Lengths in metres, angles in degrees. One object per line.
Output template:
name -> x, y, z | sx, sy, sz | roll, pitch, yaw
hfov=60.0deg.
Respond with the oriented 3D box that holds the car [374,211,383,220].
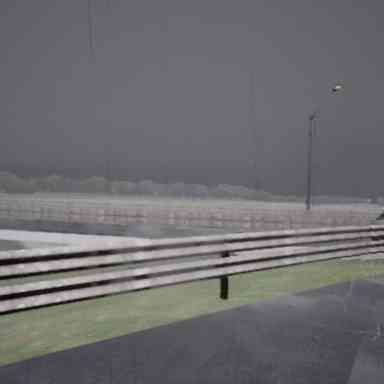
car -> 13.537, 1.955, 20.188 | 4.553, 1.767, 2.097 | 2, -1, 2
